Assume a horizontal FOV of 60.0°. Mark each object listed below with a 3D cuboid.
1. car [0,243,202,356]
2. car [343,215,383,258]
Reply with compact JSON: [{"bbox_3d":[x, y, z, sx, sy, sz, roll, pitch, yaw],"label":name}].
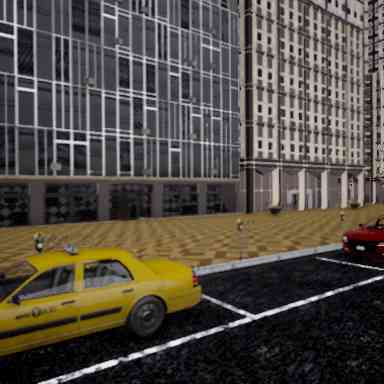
[{"bbox_3d":[-2.107,1.520,5.064,4.829,1.417,1.752,0,0,-35],"label":"car"},{"bbox_3d":[7.033,1.476,11.580,4.507,1.381,1.887,0,0,-35],"label":"car"}]
